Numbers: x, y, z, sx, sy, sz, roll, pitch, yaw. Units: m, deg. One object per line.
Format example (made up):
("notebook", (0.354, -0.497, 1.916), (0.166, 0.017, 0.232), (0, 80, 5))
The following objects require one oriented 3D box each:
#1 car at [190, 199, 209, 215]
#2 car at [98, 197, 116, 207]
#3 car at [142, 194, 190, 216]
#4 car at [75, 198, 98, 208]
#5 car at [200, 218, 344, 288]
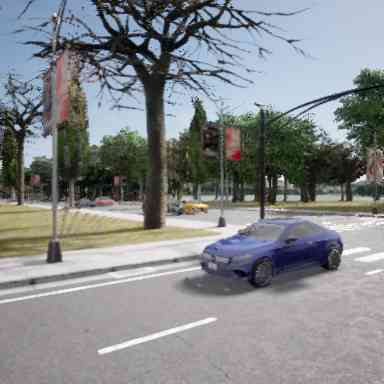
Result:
("car", (-0.231, 1.495, 34.667), (1.882, 1.535, 5.008), (0, 0, -36))
("car", (-14.119, 1.526, 53.942), (2.097, 1.767, 4.553), (0, 0, -36))
("car", (-2.952, 1.246, 32.878), (2.150, 2.045, 5.566), (0, 0, -36))
("car", (-16.817, 1.748, 52.131), (1.994, 1.385, 4.181), (0, 0, -35))
("car", (2.383, 1.488, 9.255), (4.674, 1.442, 1.812), (0, 0, -36))
